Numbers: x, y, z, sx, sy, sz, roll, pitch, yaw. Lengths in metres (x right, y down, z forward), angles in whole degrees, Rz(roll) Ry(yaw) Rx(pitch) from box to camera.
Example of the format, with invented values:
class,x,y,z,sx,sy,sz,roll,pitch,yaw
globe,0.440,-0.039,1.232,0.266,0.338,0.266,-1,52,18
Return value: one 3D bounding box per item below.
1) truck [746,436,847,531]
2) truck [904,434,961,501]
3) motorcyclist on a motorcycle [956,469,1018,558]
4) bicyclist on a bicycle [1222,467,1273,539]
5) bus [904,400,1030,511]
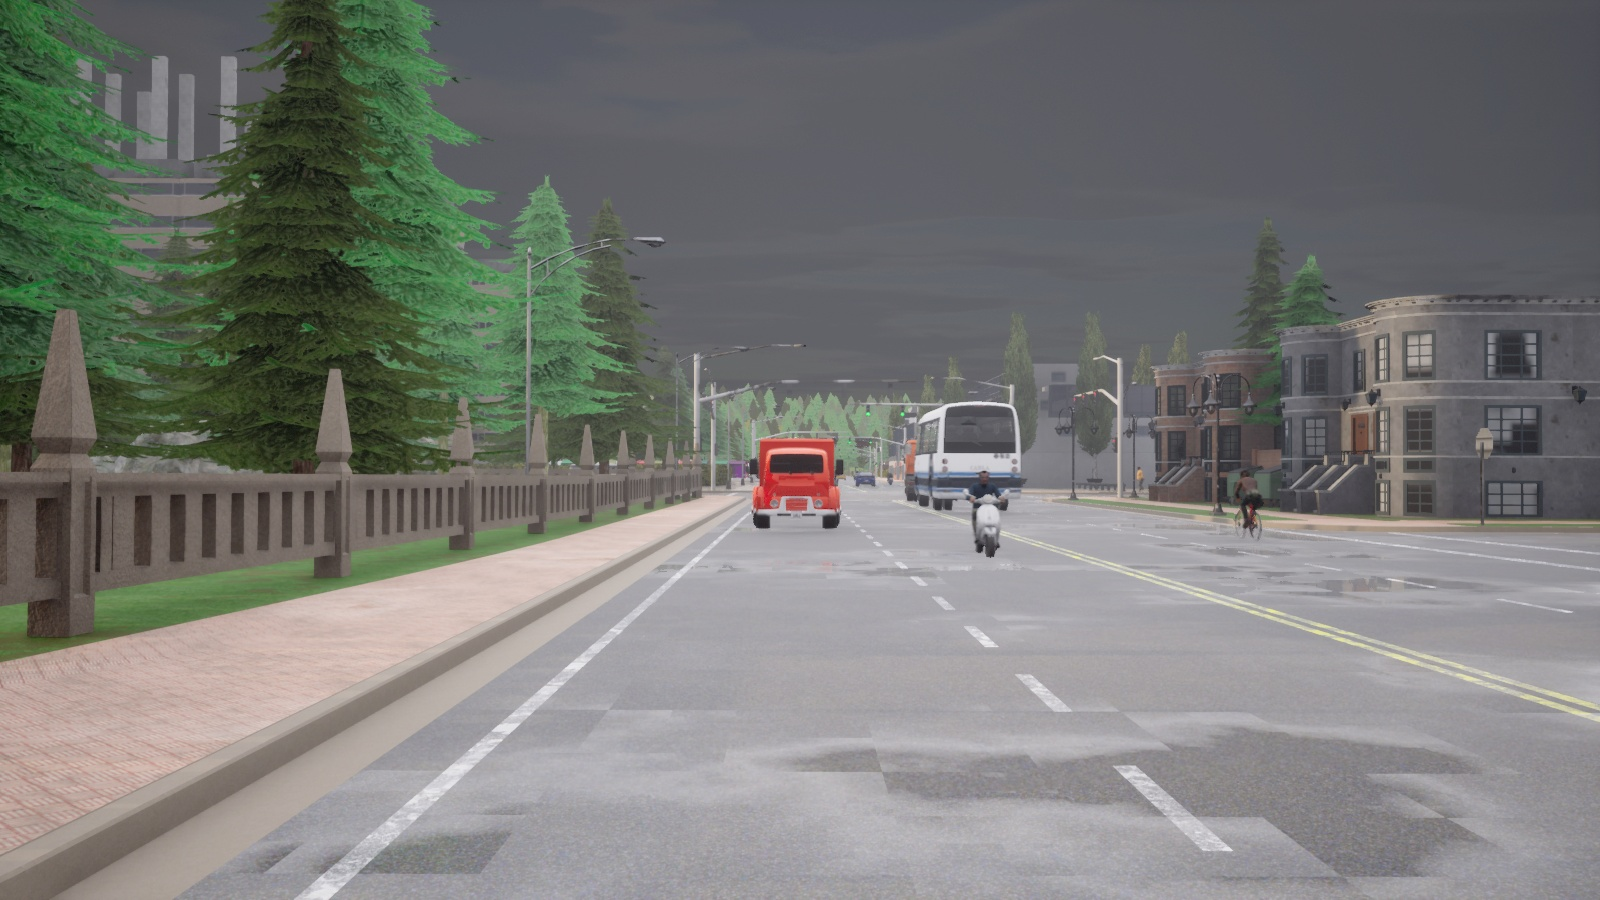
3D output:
class,x,y,z,sx,sy,sz,roll,pitch,yaw
truck,-0.091,0.919,35.276,2.627,2.467,5.204,0,-1,0
truck,7.249,0.967,69.478,2.891,3.462,7.936,0,-1,4
motorcyclist on a motorcycle,3.441,1.144,23.272,0.866,1.590,1.817,0,-1,0
bicyclist on a bicycle,10.426,1.216,29.287,0.582,1.620,1.656,0,-1,0
bus,6.859,0.307,53.501,3.944,4.253,10.273,0,-1,0
